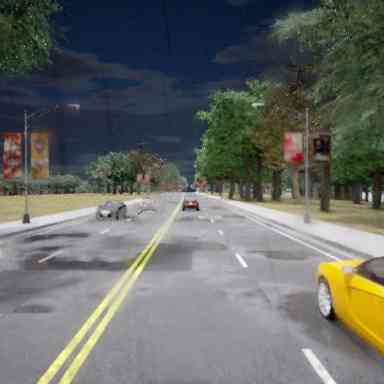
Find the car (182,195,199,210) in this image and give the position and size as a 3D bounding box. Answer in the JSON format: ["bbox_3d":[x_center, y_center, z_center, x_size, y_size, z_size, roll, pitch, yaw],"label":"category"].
[{"bbox_3d":[-0.174,1.367,40.392,2.163,1.488,4.792,0,0,0],"label":"car"}]

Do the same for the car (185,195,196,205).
[{"bbox_3d":[-0.228,1.270,55.992,1.837,1.490,4.892,0,0,-1],"label":"car"}]

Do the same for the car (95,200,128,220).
[{"bbox_3d":[-6.583,1.437,27.601,2.128,1.511,4.902,0,0,0],"label":"car"}]

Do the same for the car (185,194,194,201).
[{"bbox_3d":[-0.555,1.234,73.597,1.895,1.301,4.718,0,0,-1],"label":"car"}]

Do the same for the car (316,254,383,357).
[{"bbox_3d":[3.248,1.476,4.278,1.882,1.535,5.008,0,0,0],"label":"car"}]

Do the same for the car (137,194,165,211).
[{"bbox_3d":[-3.333,0.909,27.708,2.097,1.767,4.553,0,0,0],"label":"car"}]
